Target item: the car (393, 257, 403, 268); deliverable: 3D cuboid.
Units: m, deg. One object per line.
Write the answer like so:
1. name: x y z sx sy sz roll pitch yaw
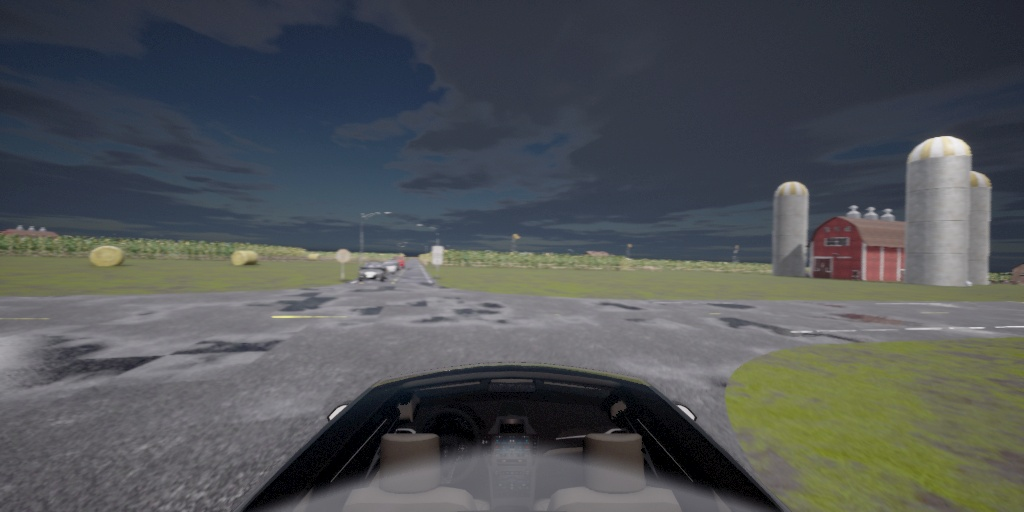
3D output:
1. car: -16.417 1.247 49.352 1.882 1.535 5.008 2 0 -15

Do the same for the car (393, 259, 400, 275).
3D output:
1. car: -13.731 1.340 39.300 1.895 1.301 4.718 2 -1 -15

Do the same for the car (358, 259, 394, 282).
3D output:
1. car: -10.817 1.198 28.257 2.128 1.511 4.902 2 -1 -14
